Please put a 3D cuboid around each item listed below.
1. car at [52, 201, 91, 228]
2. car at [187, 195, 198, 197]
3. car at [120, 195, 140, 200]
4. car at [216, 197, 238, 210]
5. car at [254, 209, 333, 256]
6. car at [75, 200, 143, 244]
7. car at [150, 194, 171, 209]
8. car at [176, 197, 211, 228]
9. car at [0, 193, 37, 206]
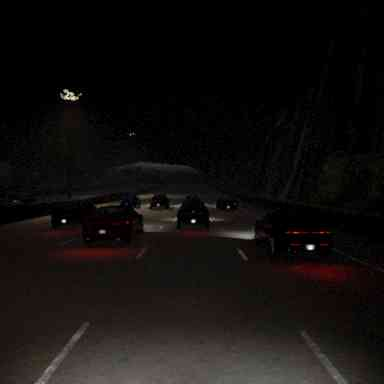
[{"bbox_3d":[-6.931,1.289,20.407,1.837,1.490,4.892,0,1,0],"label":"car"},{"bbox_3d":[0.044,1.062,37.013,1.994,1.385,4.181,0,1,0],"label":"car"},{"bbox_3d":[-6.956,1.015,37.432,1.812,1.442,4.674,0,1,0],"label":"car"},{"bbox_3d":[3.548,1.145,34.677,1.895,1.301,4.718,0,1,0],"label":"car"},{"bbox_3d":[3.581,1.390,12.485,1.837,1.490,4.892,0,1,0],"label":"car"},{"bbox_3d":[-3.422,1.332,15.141,1.882,1.535,5.008,0,1,0],"label":"car"},{"bbox_3d":[-3.455,1.013,36.468,1.837,1.490,4.892,0,1,0],"label":"car"},{"bbox_3d":[0.069,1.290,20.353,1.837,1.490,4.892,0,1,0],"label":"car"},{"bbox_3d":[-17.644,0.914,33.703,2.097,1.767,4.553,0,1,0],"label":"car"}]
